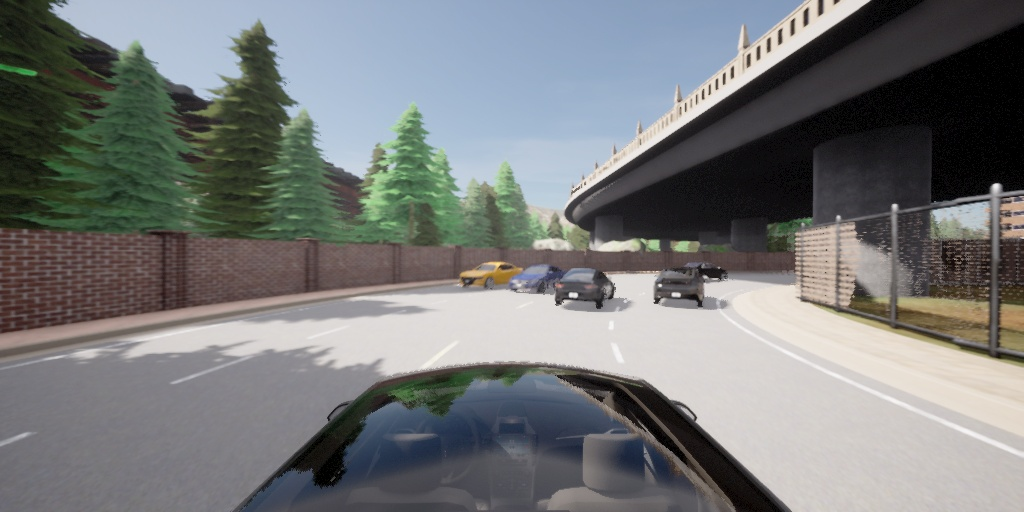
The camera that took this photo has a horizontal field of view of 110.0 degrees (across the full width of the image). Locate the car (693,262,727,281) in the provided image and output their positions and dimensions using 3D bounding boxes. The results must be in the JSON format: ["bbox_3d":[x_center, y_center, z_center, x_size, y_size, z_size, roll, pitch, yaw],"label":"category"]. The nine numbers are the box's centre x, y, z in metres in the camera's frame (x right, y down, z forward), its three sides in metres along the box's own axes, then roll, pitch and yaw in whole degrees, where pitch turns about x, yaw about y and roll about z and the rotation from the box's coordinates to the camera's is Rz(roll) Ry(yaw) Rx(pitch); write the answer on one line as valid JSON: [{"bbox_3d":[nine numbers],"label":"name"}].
[{"bbox_3d":[15.211,1.250,28.630,4.902,1.511,2.128,0,0,-33],"label":"car"}]

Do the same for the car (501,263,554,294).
[{"bbox_3d":[1.593,1.211,19.909,1.812,1.442,4.674,0,0,32],"label":"car"}]

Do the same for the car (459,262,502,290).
[{"bbox_3d":[-1.164,1.131,21.991,1.882,1.535,5.008,0,0,33],"label":"car"}]

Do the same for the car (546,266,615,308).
[{"bbox_3d":[3.111,1.244,15.036,1.812,1.442,4.674,0,0,23],"label":"car"}]

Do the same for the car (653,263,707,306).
[{"bbox_3d":[7.473,1.256,15.937,1.837,1.490,4.892,0,0,29],"label":"car"}]
